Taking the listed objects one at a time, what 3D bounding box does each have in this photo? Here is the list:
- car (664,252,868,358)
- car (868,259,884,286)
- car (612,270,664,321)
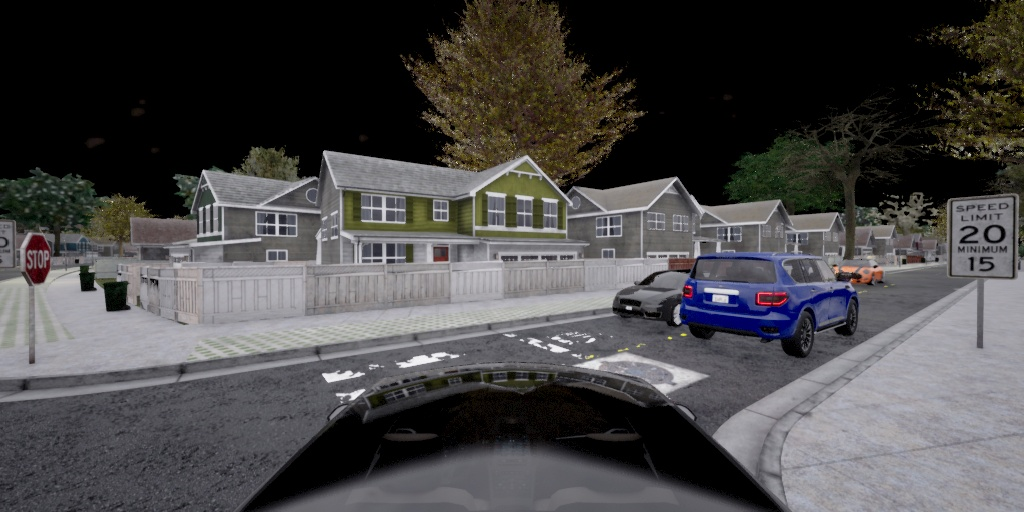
[{"bbox_3d":[6.328,0.931,8.651,5.566,2.045,2.150,0,1,-35],"label":"car"},{"bbox_3d":[22.596,0.955,23.555,4.553,1.767,2.097,0,1,-36],"label":"car"},{"bbox_3d":[5.244,1.191,11.374,4.892,1.490,1.837,0,1,-35],"label":"car"}]
